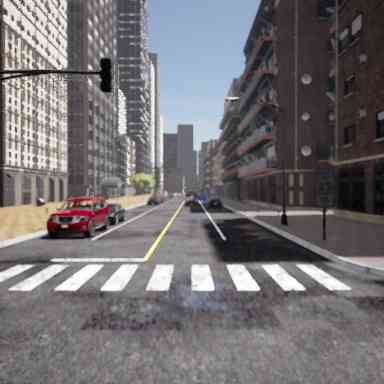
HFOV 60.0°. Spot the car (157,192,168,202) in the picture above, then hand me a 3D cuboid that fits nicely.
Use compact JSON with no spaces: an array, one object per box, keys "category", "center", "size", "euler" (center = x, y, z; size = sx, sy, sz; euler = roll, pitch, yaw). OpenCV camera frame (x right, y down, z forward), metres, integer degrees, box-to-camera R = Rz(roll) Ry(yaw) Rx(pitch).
[{"category":"car","center":[-5.731,1.006,56.066],"size":[2.192,1.841,5.009],"euler":[0,0,0]}]

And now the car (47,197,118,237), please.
[{"category":"car","center":[-5.705,1.213,17.406],"size":[2.192,1.841,5.009],"euler":[0,0,0]}]

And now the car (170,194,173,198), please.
[{"category":"car","center":[-5.742,1.164,72.636],"size":[2.008,1.369,4.403],"euler":[0,0,0]}]

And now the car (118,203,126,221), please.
[{"category":"car","center":[-5.709,1.433,22.931],"size":[1.947,1.339,4.313],"euler":[0,0,0]}]

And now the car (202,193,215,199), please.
[{"category":"car","center":[2.657,1.270,45.197],"size":[1.752,1.417,4.829],"euler":[0,0,0]}]

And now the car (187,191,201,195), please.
[{"category":"car","center":[-0.039,0.907,57.183],"size":[2.150,2.045,5.566],"euler":[0,0,0]}]

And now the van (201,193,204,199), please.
[{"category":"van","center":[2.653,1.059,50.549],"size":[1.690,1.788,3.998],"euler":[0,0,0]}]

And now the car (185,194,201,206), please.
[{"category":"car","center":[-0.034,1.335,47.179],"size":[1.895,1.301,4.718],"euler":[0,0,0]}]

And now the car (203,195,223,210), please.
[{"category":"car","center":[2.661,1.340,39.504],"size":[1.947,1.339,4.313],"euler":[0,0,0]}]

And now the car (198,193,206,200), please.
[{"category":"car","center":[2.307,1.059,79.539],"size":[1.882,1.535,5.008],"euler":[0,0,0]}]

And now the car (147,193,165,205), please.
[{"category":"car","center":[-5.727,1.284,50.545],"size":[1.947,1.339,4.313],"euler":[0,0,0]}]

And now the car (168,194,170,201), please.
[{"category":"car","center":[-5.735,1.215,61.591],"size":[2.008,1.369,4.403],"euler":[0,0,0]}]
